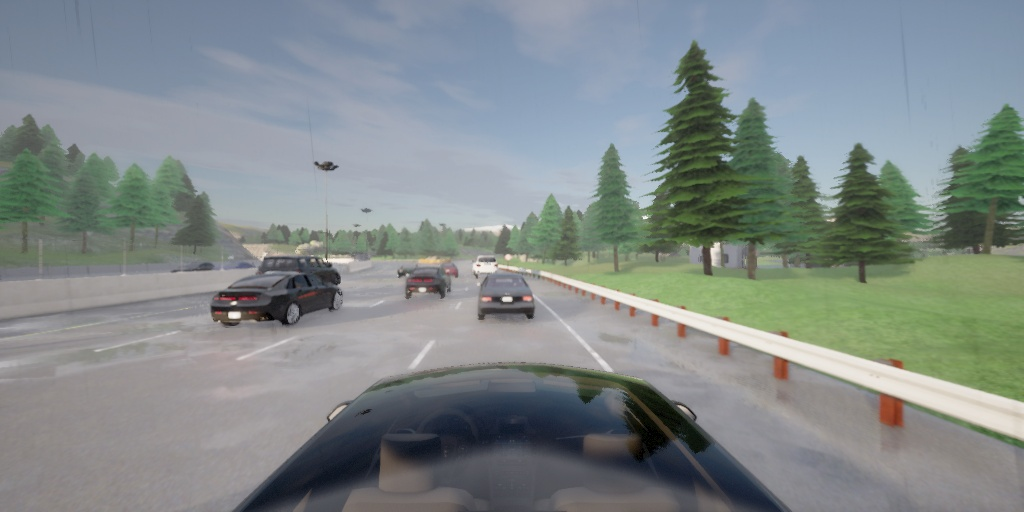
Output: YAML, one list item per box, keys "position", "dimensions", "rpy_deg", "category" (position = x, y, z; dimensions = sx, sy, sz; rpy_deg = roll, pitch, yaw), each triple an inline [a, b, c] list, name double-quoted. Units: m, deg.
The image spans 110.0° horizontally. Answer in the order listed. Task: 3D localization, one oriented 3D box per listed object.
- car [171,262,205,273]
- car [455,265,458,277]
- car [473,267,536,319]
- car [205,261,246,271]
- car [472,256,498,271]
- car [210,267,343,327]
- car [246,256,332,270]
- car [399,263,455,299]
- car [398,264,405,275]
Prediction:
- position: [-31.365, 1.351, 35.674]
  dimensions: [1.837, 1.490, 4.892]
  rpy_deg: [0, -1, -10]
  category: "car"
- position: [-6.401, 1.354, 35.995]
  dimensions: [1.994, 1.385, 4.181]
  rpy_deg: [0, 0, -10]
  category: "car"
- position: [-0.279, 1.306, 12.858]
  dimensions: [2.033, 1.411, 5.357]
  rpy_deg: [0, 0, -3]
  category: "car"
- position: [-27.878, 1.314, 36.056]
  dimensions: [1.882, 1.535, 5.008]
  rpy_deg: [0, 0, -10]
  category: "car"
- position: [-2.568, 1.002, 34.401]
  dimensions: [2.150, 2.045, 5.566]
  rpy_deg: [0, 0, -9]
  category: "car"
- position: [-7.240, 1.278, 11.637]
  dimensions: [1.837, 1.490, 4.892]
  rpy_deg: [0, 0, -3]
  category: "car"
- position: [-11.274, 1.009, 19.315]
  dimensions: [2.150, 2.045, 5.566]
  rpy_deg: [0, 0, -5]
  category: "car"
- position: [-4.194, 1.276, 18.432]
  dimensions: [1.837, 1.490, 4.892]
  rpy_deg: [0, 0, -5]
  category: "car"
- position: [-9.636, 1.397, 34.290]
  dimensions: [1.895, 1.301, 4.718]
  rpy_deg: [0, 0, -9]
  category: "car"
